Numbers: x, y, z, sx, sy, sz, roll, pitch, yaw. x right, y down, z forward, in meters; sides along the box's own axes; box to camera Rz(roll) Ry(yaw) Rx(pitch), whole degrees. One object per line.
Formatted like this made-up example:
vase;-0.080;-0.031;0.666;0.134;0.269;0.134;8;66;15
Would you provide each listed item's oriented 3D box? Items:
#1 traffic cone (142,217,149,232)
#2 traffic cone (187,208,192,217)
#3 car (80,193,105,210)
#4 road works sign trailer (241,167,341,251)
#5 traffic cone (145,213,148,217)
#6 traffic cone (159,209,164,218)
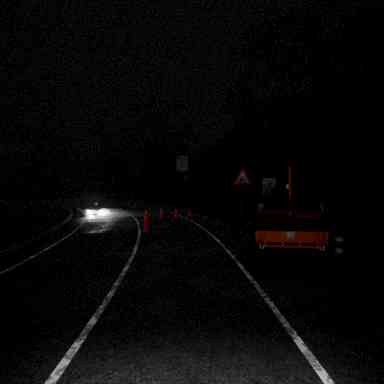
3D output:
traffic cone;-2.315;1.652;16.456;0.340;0.580;0.340;-1;2;-7
traffic cone;-0.152;1.407;22.840;0.340;0.580;0.340;-1;2;-2
car;-10.104;0.870;33.483;2.128;1.511;4.902;-3;2;-27
road works sign trailer;2.903;0.638;9.864;2.380;2.880;3.560;-1;2;17
traffic cone;-2.565;1.595;18.438;0.340;0.580;0.340;-1;2;-7
traffic cone;-2.074;1.457;22.520;0.340;0.580;0.340;-1;2;-6
